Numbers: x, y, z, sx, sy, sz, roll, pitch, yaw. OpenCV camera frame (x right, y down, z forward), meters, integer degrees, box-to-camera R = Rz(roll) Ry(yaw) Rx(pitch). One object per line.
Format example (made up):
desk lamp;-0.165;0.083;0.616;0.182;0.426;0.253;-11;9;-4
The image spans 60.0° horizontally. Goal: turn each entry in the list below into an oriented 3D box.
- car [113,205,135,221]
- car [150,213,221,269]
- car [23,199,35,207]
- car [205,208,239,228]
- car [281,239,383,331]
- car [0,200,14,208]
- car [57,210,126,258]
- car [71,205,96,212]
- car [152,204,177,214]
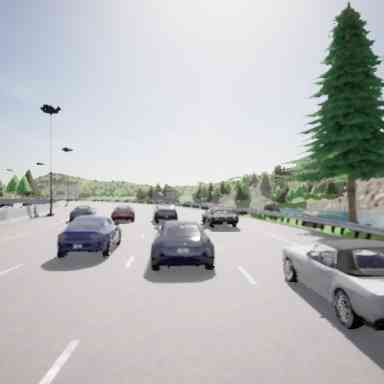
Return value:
car;-6.118;1.846;29.763;1.994;1.385;4.181;0;0;-10
car;-0.370;1.663;11.529;1.994;1.385;4.181;0;0;-3
car;-30.583;2.120;62.313;1.837;1.490;4.892;0;-1;-23
car;1.890;1.790;23.914;1.895;1.301;4.718;0;0;-7
car;3.389;1.641;6.957;1.895;1.301;4.718;0;0;-2
car;-33.593;2.208;60.472;1.994;1.385;4.181;0;-1;-23
car;-3.989;1.660;13.398;1.812;1.442;4.674;0;0;-4
car;-9.675;1.867;29.802;1.994;1.385;4.181;0;0;-10
car;-2.325;1.742;28.393;2.128;1.511;4.902;0;0;-9
